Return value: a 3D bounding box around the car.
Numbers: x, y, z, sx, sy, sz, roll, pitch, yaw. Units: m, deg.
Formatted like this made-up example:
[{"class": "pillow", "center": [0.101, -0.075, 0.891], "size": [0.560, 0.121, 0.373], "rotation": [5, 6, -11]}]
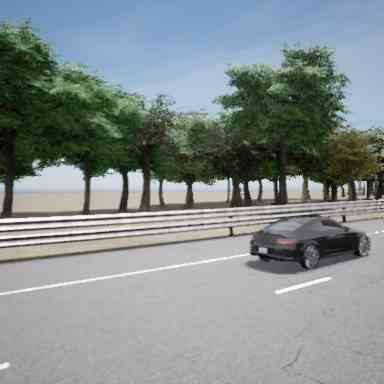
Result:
[{"class": "car", "center": [3.900, 1.471, 10.831], "size": [4.674, 1.442, 1.812], "rotation": [-1, 0, -35]}]
